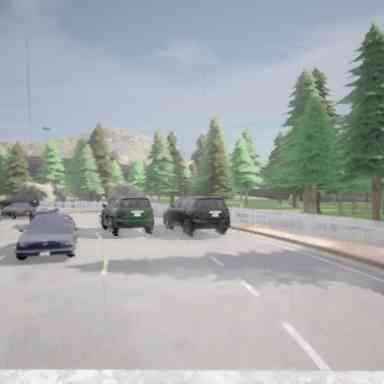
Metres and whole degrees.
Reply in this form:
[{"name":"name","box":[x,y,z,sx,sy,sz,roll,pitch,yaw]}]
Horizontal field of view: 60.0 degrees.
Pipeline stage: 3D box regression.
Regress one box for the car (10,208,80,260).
[{"name":"car","box":[-5.416,1.565,12.952,2.033,1.411,5.357,0,0,-18]}]

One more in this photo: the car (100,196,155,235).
[{"name":"car","box":[-3.837,1.251,19.199,2.150,2.045,5.566,0,0,-24]}]

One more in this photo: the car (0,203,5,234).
[{"name":"car","box":[-10.630,1.542,16.536,1.837,1.490,4.892,0,0,-26]}]

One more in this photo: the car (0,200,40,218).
[{"name":"car","box":[-15.270,1.642,29.584,4.181,1.385,1.994,0,0,45]}]

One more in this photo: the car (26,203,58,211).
[{"name":"car","box":[-9.358,1.648,21.696,1.895,1.301,4.718,0,0,-31]}]

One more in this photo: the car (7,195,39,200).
[{"name":"car","box":[-22.241,1.347,42.920,5.566,2.045,2.150,0,0,23]}]

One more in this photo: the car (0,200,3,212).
[{"name":"car","box":[-25.229,1.650,40.202,4.674,1.442,1.812,0,0,25]}]

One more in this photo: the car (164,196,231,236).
[{"name":"car","box":[0.144,1.242,18.721,2.150,2.045,5.566,0,0,-22]}]
